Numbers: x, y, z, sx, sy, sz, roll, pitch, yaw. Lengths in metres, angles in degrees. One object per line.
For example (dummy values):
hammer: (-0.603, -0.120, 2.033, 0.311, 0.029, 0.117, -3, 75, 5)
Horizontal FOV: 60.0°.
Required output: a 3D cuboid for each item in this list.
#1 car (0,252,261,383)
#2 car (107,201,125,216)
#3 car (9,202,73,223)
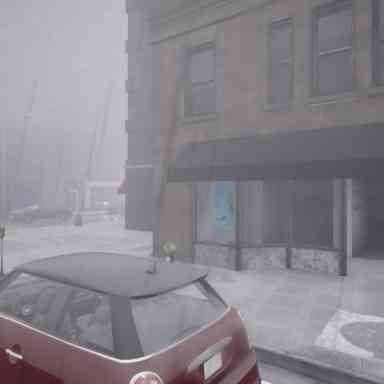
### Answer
car: (-1.405, 1.440, 3.851, 4.097, 1.590, 1.967, 0, 0, 36)
car: (-6.253, 1.555, 32.644, 1.994, 1.385, 4.181, 0, 0, 35)
car: (-11.377, 1.515, 25.367, 1.812, 1.442, 4.674, 0, 0, 37)
